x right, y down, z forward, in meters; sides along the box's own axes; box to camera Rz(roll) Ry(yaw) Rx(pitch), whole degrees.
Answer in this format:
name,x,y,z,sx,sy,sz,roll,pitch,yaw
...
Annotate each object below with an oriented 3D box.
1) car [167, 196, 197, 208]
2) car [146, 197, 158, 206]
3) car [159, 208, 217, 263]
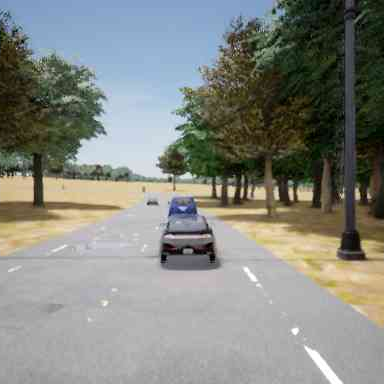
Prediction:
name,x,y,z,sx,sy,sz,roll,pitch,yaw
car,-0.752,1.324,26.262,2.150,2.045,5.566,0,0,-3
car,-6.758,1.595,57.133,2.033,1.411,5.357,0,0,-4
car,-0.171,1.569,12.383,2.128,1.511,4.902,-1,0,-1
